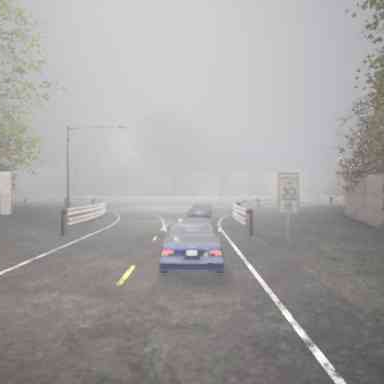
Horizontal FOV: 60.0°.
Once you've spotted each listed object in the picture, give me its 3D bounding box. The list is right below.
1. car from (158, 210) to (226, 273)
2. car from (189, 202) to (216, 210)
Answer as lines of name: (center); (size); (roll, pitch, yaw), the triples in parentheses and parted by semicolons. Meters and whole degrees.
car: (0.009, 1.535, 10.647); (2.033, 1.411, 5.357); (0, 0, 0)
car: (0.892, 1.531, 27.608); (1.994, 1.385, 4.181); (0, 0, 11)
